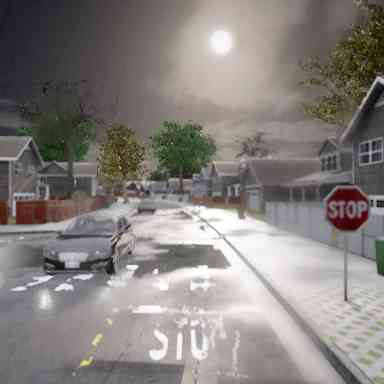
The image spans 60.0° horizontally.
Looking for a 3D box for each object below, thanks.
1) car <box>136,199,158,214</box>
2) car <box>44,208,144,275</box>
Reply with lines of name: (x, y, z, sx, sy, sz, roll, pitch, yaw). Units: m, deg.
car: (-4.661, 1.482, 34.731, 1.837, 1.490, 4.892, 0, 0, -6)
car: (-2.957, 1.481, 10.464, 2.128, 1.511, 4.902, 0, 0, -2)
